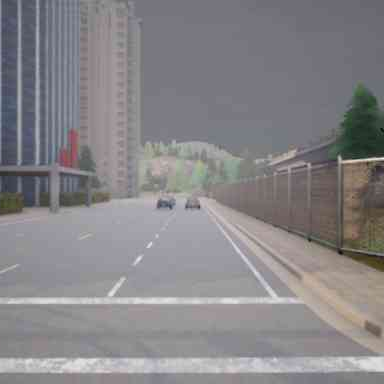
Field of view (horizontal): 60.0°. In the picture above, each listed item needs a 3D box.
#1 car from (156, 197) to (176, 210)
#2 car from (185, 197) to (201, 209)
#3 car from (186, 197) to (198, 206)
[{"bbox_3d":[-3.400,1.396,42.392,1.882,1.535,5.008,0,0,0],"label":"car"},{"bbox_3d":[0.102,1.484,42.784,1.994,1.385,4.181,0,0,0],"label":"car"},{"bbox_3d":[0.003,1.509,52.746,1.895,1.301,4.718,0,0,0],"label":"car"}]
